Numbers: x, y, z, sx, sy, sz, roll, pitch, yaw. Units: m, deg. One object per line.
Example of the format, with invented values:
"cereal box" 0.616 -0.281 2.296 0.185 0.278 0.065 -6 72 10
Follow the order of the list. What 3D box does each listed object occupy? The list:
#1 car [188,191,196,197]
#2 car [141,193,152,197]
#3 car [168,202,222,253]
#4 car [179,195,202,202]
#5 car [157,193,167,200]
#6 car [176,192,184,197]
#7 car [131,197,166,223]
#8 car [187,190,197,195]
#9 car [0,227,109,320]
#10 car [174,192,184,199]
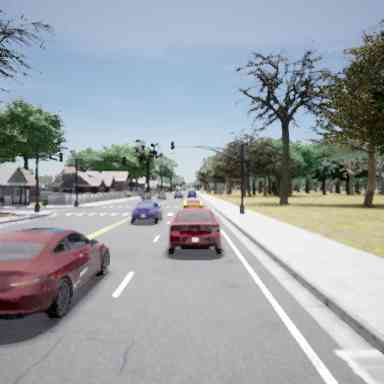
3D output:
"car" 0.039 0.504 90.097 2.097 1.767 4.553 0 0 0
"car" -9.719 0.970 71.224 1.837 1.490 4.892 0 0 0
"car" 0.104 1.382 13.304 1.882 1.535 5.008 0 0 0
"car" 0.109 1.275 27.929 1.882 1.535 5.008 0 0 0
"car" -6.469 0.969 71.221 1.837 1.490 4.892 0 0 0
"car" -3.211 0.744 90.161 1.895 1.301 4.718 0 0 0
"car" -3.140 1.355 23.685 1.812 1.442 4.674 0 0 0
"car" 0.035 0.617 79.739 2.150 2.045 5.566 0 0 0
"car" -3.149 1.475 7.138 1.812 1.442 4.674 0 0 0
"car" -3.215 0.745 80.098 2.097 1.767 4.553 0 0 0
